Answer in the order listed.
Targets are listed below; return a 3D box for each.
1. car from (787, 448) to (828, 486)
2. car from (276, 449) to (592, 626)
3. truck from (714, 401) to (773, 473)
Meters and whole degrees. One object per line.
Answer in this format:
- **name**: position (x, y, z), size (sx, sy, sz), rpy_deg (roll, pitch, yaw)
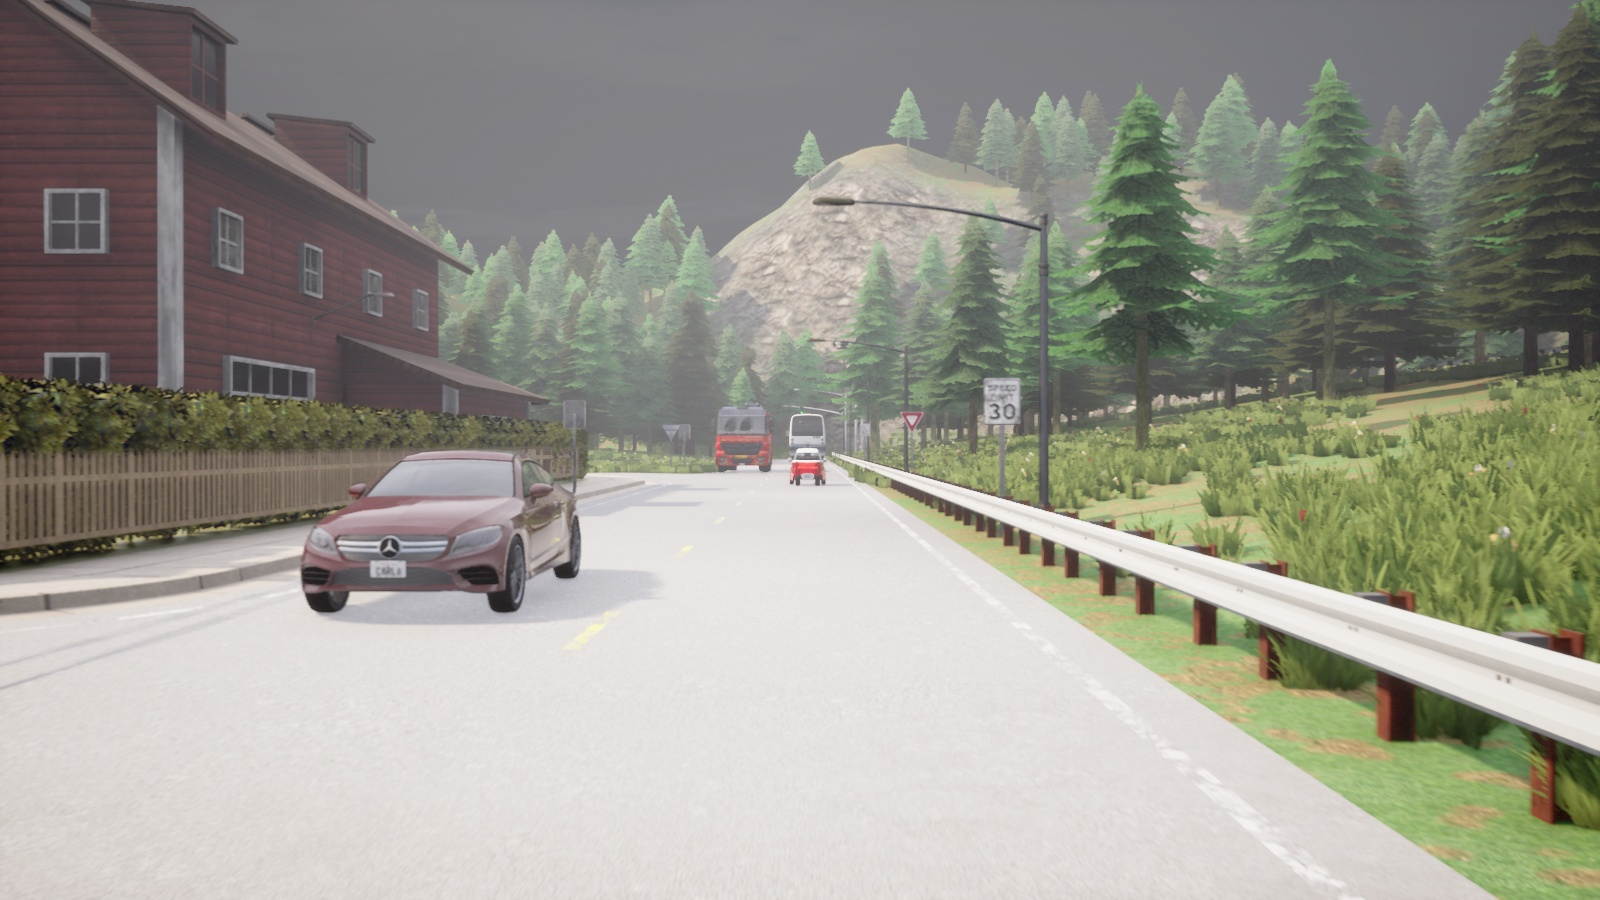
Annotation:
- **car**: position (0.283, 0.617, 46.543), size (1.481, 1.376, 2.207), rpy_deg (0, 1, 0)
- **car**: position (-3.412, 0.719, 12.702), size (1.812, 1.442, 4.674), rpy_deg (0, 0, 0)
- **truck**: position (-3.077, -0.700, 70.740), size (2.891, 3.827, 8.468), rpy_deg (0, 0, 0)
